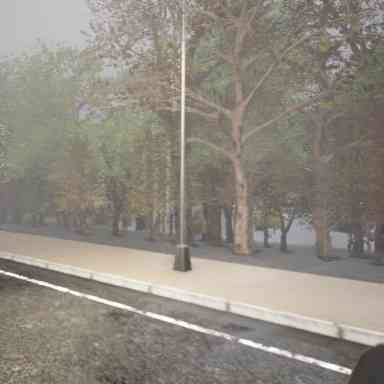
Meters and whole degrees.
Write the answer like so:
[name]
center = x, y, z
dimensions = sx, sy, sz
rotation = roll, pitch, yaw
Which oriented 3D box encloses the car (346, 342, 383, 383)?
[car]
center = 2.909, 1.564, 1.610
dimensions = 4.181, 1.385, 1.994
rotation = 0, 0, 35
